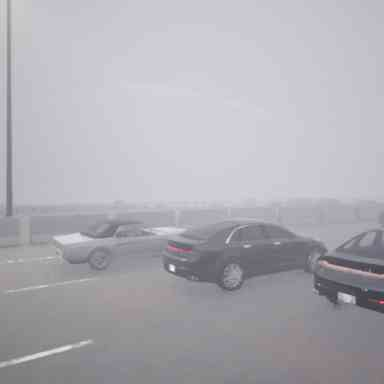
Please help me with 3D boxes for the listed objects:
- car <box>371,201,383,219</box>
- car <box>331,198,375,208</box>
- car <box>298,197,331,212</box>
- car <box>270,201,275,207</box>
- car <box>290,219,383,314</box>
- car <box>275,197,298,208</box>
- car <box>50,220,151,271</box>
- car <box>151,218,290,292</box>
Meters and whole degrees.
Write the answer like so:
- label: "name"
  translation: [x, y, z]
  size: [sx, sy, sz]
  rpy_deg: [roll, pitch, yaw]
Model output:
- label: "car"
  translation: [13.052, 1.415, 19.461]
  size: [4.892, 1.490, 1.837]
  rpy_deg: [0, 0, -27]
- label: "car"
  translation: [16.881, 1.400, 33.119]
  size: [5.357, 1.411, 2.033]
  rpy_deg: [0, 0, -23]
- label: "car"
  translation: [14.180, 1.350, 35.710]
  size: [4.892, 1.490, 1.837]
  rpy_deg: [0, 0, -24]
- label: "car"
  translation: [12.345, 1.419, 42.571]
  size: [4.718, 1.301, 1.895]
  rpy_deg: [0, 0, -24]
- label: "car"
  translation: [4.498, 1.461, 6.563]
  size: [4.902, 1.511, 2.128]
  rpy_deg: [0, 0, -32]
- label: "car"
  translation: [12.644, 1.325, 38.855]
  size: [4.902, 1.511, 2.128]
  rpy_deg: [0, 0, -24]
- label: "car"
  translation: [-1.914, 1.558, 10.781]
  size: [4.718, 1.301, 1.895]
  rpy_deg: [0, 0, -34]
- label: "car"
  translation: [1.584, 1.467, 8.864]
  size: [4.892, 1.490, 1.837]
  rpy_deg: [0, 0, -33]
